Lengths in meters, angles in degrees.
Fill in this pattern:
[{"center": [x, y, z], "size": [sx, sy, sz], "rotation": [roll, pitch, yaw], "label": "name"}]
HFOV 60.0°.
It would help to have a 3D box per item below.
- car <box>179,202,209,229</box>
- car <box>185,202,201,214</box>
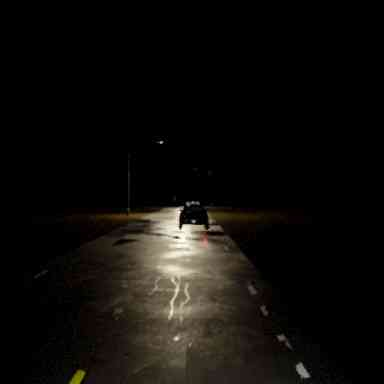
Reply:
[{"center": [0.102, 1.550, 21.786], "size": [1.812, 1.442, 4.674], "rotation": [0, 0, 0], "label": "car"}, {"center": [0.106, 1.832, 39.881], "size": [1.895, 1.301, 4.718], "rotation": [0, -1, 0], "label": "car"}]
